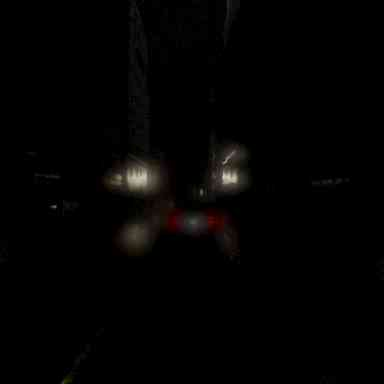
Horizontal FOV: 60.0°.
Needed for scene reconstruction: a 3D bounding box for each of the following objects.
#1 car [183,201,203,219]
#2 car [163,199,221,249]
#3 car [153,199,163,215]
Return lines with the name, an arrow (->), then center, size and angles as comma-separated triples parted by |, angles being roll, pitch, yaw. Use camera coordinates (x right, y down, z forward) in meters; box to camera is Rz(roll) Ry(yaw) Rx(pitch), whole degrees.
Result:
car -> 0.095, 1.677, 32.842 | 1.882, 1.535, 5.008 | 0, 0, 0
car -> 0.087, 1.310, 15.192 | 2.150, 2.045, 5.566 | 0, -1, 0
car -> -3.092, 1.580, 37.259 | 2.097, 1.767, 4.553 | 0, 0, 0
